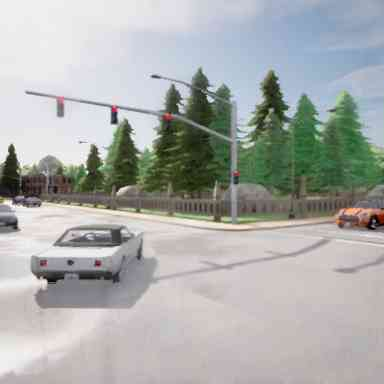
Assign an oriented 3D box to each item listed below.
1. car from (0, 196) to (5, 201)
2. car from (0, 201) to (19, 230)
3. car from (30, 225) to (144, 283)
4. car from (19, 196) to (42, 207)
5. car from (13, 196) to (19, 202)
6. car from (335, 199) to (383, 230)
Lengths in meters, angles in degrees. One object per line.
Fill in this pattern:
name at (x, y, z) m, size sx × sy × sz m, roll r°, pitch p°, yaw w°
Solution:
car at (-32.012, 1.393, 54.539) m, size 1.882 × 1.535 × 5.008 m, roll 0°, pitch 0°, yaw -36°
car at (-11.996, 1.521, 20.525) m, size 1.812 × 1.442 × 4.674 m, roll 0°, pitch 0°, yaw -36°
car at (-2.610, 1.585, 9.558) m, size 1.895 × 1.301 × 4.718 m, roll 0°, pitch 0°, yaw 1°
car at (-23.353, 1.463, 48.550) m, size 2.033 × 1.411 × 5.357 m, roll 0°, pitch 0°, yaw -36°
car at (-29.401, 1.424, 56.893) m, size 1.812 × 1.442 × 4.674 m, roll 0°, pitch 0°, yaw -36°
car at (10.715, 1.233, 20.084) m, size 4.553 × 1.767 × 2.097 m, roll 0°, pitch 0°, yaw -33°
